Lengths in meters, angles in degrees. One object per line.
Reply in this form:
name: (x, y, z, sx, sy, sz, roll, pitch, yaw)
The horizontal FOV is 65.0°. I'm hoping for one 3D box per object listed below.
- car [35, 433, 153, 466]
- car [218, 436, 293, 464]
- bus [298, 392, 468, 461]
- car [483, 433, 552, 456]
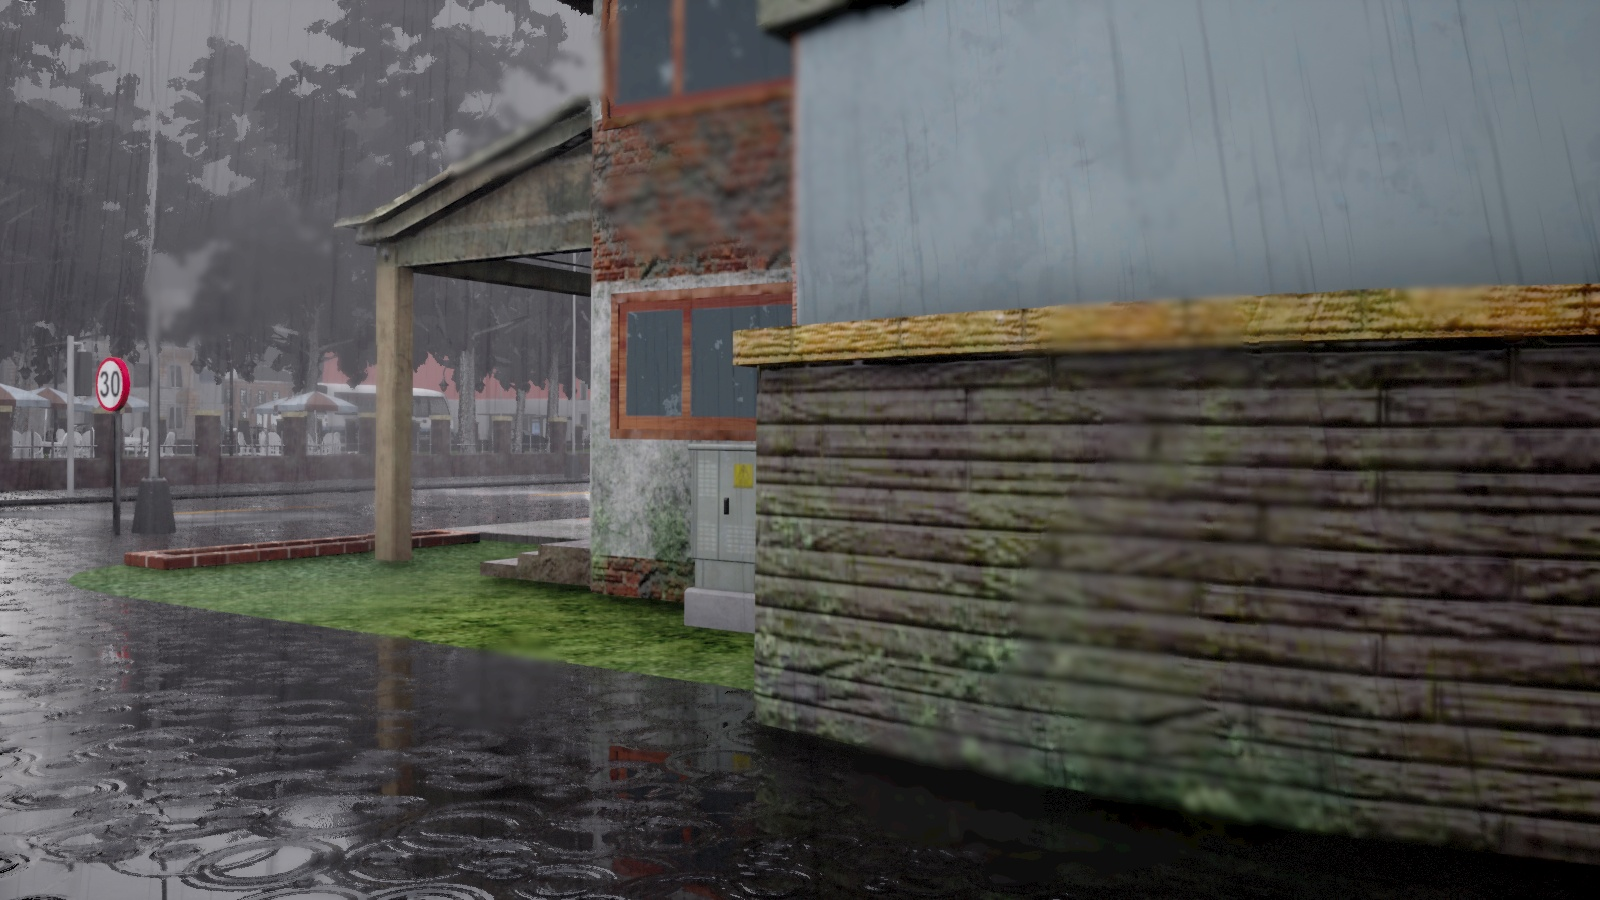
car: (-37.408, -0.062, 66.681, 2.152, 1.651, 5.027, 0, 1, 33)
car: (-32.264, -0.015, 74.493, 1.789, 1.549, 3.705, 0, 1, 33)
bus: (-27.106, -1.524, 82.317, 3.944, 4.253, 10.273, 0, 1, 33)
car: (-20.658, -0.409, 92.079, 2.033, 1.649, 4.856, 0, 1, 33)
